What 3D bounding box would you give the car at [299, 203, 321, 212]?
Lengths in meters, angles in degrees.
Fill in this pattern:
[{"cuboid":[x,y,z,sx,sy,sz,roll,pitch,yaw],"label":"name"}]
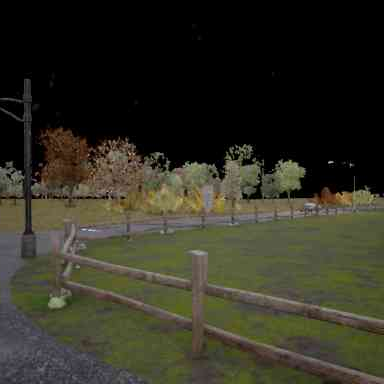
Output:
[{"cuboid":[18.924,2.449,52.945,2.033,1.411,5.357,-1,-2,40],"label":"car"}]
